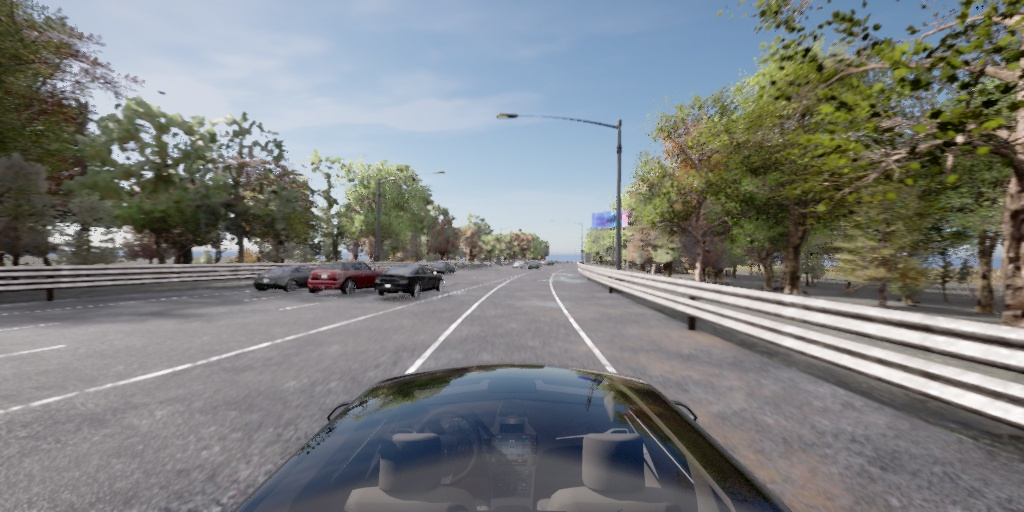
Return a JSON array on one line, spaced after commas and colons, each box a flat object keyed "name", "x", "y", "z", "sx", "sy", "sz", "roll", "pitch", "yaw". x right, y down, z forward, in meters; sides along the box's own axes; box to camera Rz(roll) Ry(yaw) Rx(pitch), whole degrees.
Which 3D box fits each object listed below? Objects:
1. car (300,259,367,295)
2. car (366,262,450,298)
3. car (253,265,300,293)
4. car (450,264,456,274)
[{"name": "car", "x": -8.616, "y": 1.032, "z": 19.304, "sx": 2.097, "sy": 1.767, "sz": 4.553, "roll": 0, "pitch": 0, "yaw": 11}, {"name": "car", "x": -5.158, "y": 1.214, "z": 18.655, "sx": 1.882, "sy": 1.535, "sz": 5.008, "roll": 1, "pitch": 0, "yaw": 11}, {"name": "car", "x": -12.036, "y": 1.216, "z": 20.068, "sx": 1.994, "sy": 1.385, "sz": 4.181, "roll": 0, "pitch": 0, "yaw": 11}, {"name": "car", "x": -8.003, "y": 1.436, "z": 41.354, "sx": 1.994, "sy": 1.385, "sz": 4.181, "roll": 0, "pitch": 0, "yaw": 11}]
